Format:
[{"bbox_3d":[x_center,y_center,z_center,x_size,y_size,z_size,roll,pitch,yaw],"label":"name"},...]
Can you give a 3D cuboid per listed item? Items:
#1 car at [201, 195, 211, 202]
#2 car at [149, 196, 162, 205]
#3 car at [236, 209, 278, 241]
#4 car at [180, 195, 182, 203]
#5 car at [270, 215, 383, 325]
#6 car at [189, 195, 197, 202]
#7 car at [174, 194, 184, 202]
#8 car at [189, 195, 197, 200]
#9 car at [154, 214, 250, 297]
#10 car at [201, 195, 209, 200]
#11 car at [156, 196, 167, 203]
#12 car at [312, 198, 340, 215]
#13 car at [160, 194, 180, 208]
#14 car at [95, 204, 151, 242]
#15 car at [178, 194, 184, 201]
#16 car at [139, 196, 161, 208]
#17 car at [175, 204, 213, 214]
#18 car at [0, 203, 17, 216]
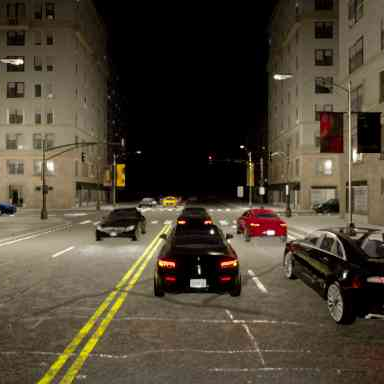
[{"bbox_3d":[3.438,1.557,78.100,2.033,1.411,5.357,0,0,0],"label":"car"},{"bbox_3d":[-6.437,1.525,58.910,1.837,1.490,4.892,0,0,0],"label":"car"},{"bbox_3d":[3.287,1.529,16.160,1.812,1.442,4.674,0,0,0],"label":"car"},{"bbox_3d":[-3.187,1.621,58.795,1.895,1.301,4.718,0,0,0],"label":"car"},{"bbox_3d":[3.354,1.493,7.065,2.128,1.511,4.902,0,0,1],"label":"car"},{"bbox_3d":[0.190,1.613,78.554,1.895,1.301,4.718,0,0,0],"label":"car"},{"bbox_3d":[-3.059,1.339,79.458,2.097,1.767,4.553,0,0,0],"label":"car"},{"bbox_3d":[0.213,1.441,88.527,1.994,1.385,4.181,0,0,0],"label":"car"},{"bbox_3d":[0.117,1.527,8.466,1.812,1.442,4.674,0,0,0],"label":"car"},{"bbox_3d":[3.463,1.441,88.519,1.994,1.385,4.181,0,0,0],"label":"car"},{"bbox_3d":[-6.334,1.547,69.062,1.812,1.442,4.674,0,0,0],"label":"car"},{"bbox_3d":[14.843,1.410,34.412,4.553,1.767,2.097,0,0,1],"label":"car"},{"bbox_3d":[-3.235,1.495,49.457,1.882,1.535,5.008,0,0,-1],"label":"car"},{"bbox_3d":[-3.349,1.529,16.499,1.812,1.442,4.674,0,0,0],"label":"car"},{"bbox_3d":[-3.097,1.373,68.247,2.097,1.767,4.553,0,0,0],"label":"car"},{"bbox_3d":[-6.451,1.565,49.171,2.033,1.411,5.357,0,0,4],"label":"car"},{"bbox_3d":[0.140,1.530,17.375,1.812,1.442,4.674,0,0,0],"label":"car"},{"bbox_3d":[-19.383,1.462,31.681,5.008,1.535,1.882,0,0,0],"label":"car"}]
